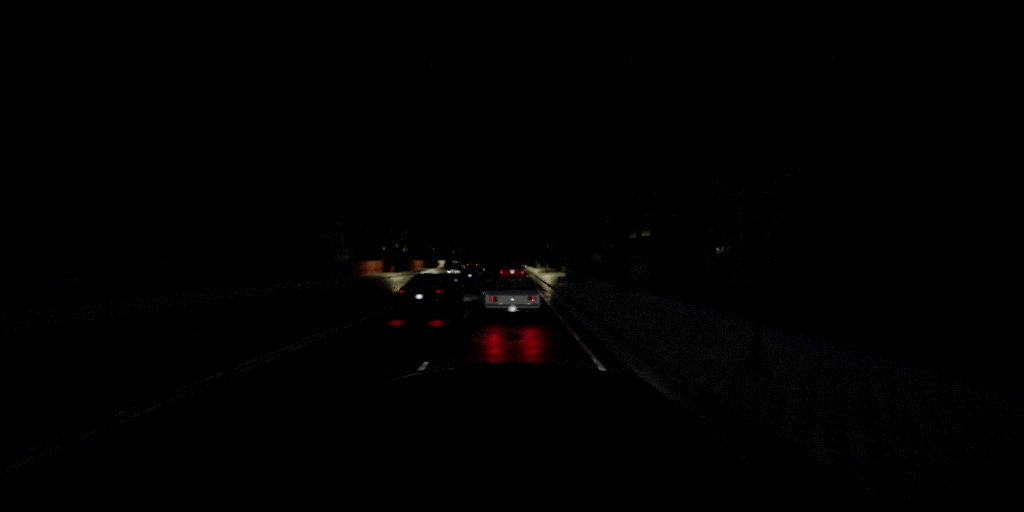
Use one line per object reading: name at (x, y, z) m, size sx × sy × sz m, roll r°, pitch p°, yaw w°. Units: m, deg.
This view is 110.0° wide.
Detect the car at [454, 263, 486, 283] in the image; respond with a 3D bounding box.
car at (-3.211, 1.488, 29.475) m, size 1.994 × 1.385 × 4.181 m, roll 0°, pitch 0°, yaw 0°

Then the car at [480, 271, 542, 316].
car at (0.038, 1.418, 13.679) m, size 1.895 × 1.301 × 4.718 m, roll 0°, pitch 0°, yaw 0°

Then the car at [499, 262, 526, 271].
car at (0.038, 1.272, 29.217) m, size 2.097 × 1.767 × 4.553 m, roll 0°, pitch 0°, yaw 0°

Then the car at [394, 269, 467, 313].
car at (-3.207, 1.387, 14.473) m, size 1.994 × 1.385 × 4.181 m, roll 0°, pitch 0°, yaw 1°

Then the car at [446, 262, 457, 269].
car at (-9.808, 1.768, 60.511) m, size 1.994 × 1.385 × 4.181 m, roll 0°, pitch -1°, yaw 1°

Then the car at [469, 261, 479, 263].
car at (-6.558, 1.557, 60.555) m, size 2.097 × 1.767 × 4.553 m, roll 0°, pitch -1°, yaw 1°
